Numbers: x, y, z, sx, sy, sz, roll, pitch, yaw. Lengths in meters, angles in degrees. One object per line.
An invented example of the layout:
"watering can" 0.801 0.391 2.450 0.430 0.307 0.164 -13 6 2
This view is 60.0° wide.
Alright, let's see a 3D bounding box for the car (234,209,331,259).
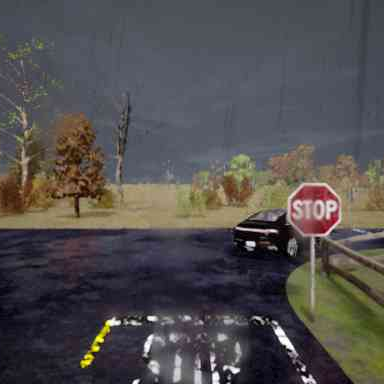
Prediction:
"car" 3.487 1.381 12.309 2.128 1.511 4.902 -1 0 42
